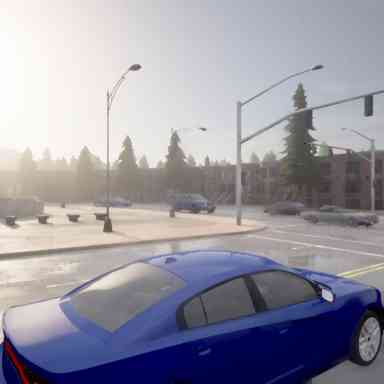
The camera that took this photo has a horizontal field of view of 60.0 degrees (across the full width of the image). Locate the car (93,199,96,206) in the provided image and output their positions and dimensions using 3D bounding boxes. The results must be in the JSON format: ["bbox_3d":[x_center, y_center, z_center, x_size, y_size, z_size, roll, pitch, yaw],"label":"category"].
[{"bbox_3d":[-13.247,1.478,52.104,5.008,1.535,1.882,0,0,28],"label":"car"}]

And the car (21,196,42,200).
[{"bbox_3d":[-29.901,1.505,60.665,4.892,1.490,1.837,0,0,5],"label":"car"}]

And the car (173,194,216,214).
[{"bbox_3d":[0.119,1.223,35.479,2.150,2.045,5.566,0,0,-38],"label":"car"}]

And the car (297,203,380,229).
[{"bbox_3d":[9.767,1.601,22.183,1.895,1.301,4.718,0,0,-35],"label":"car"}]

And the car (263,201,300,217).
[{"bbox_3d":[8.849,1.547,29.590,2.033,1.411,5.357,0,0,-38],"label":"car"}]

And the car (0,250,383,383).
[{"bbox_3d":[0.445,1.478,4.113,5.008,1.535,1.882,0,0,-35],"label":"car"}]

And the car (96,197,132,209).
[{"bbox_3d":[-10.576,1.477,46.367,5.008,1.535,1.882,0,0,34],"label":"car"}]
